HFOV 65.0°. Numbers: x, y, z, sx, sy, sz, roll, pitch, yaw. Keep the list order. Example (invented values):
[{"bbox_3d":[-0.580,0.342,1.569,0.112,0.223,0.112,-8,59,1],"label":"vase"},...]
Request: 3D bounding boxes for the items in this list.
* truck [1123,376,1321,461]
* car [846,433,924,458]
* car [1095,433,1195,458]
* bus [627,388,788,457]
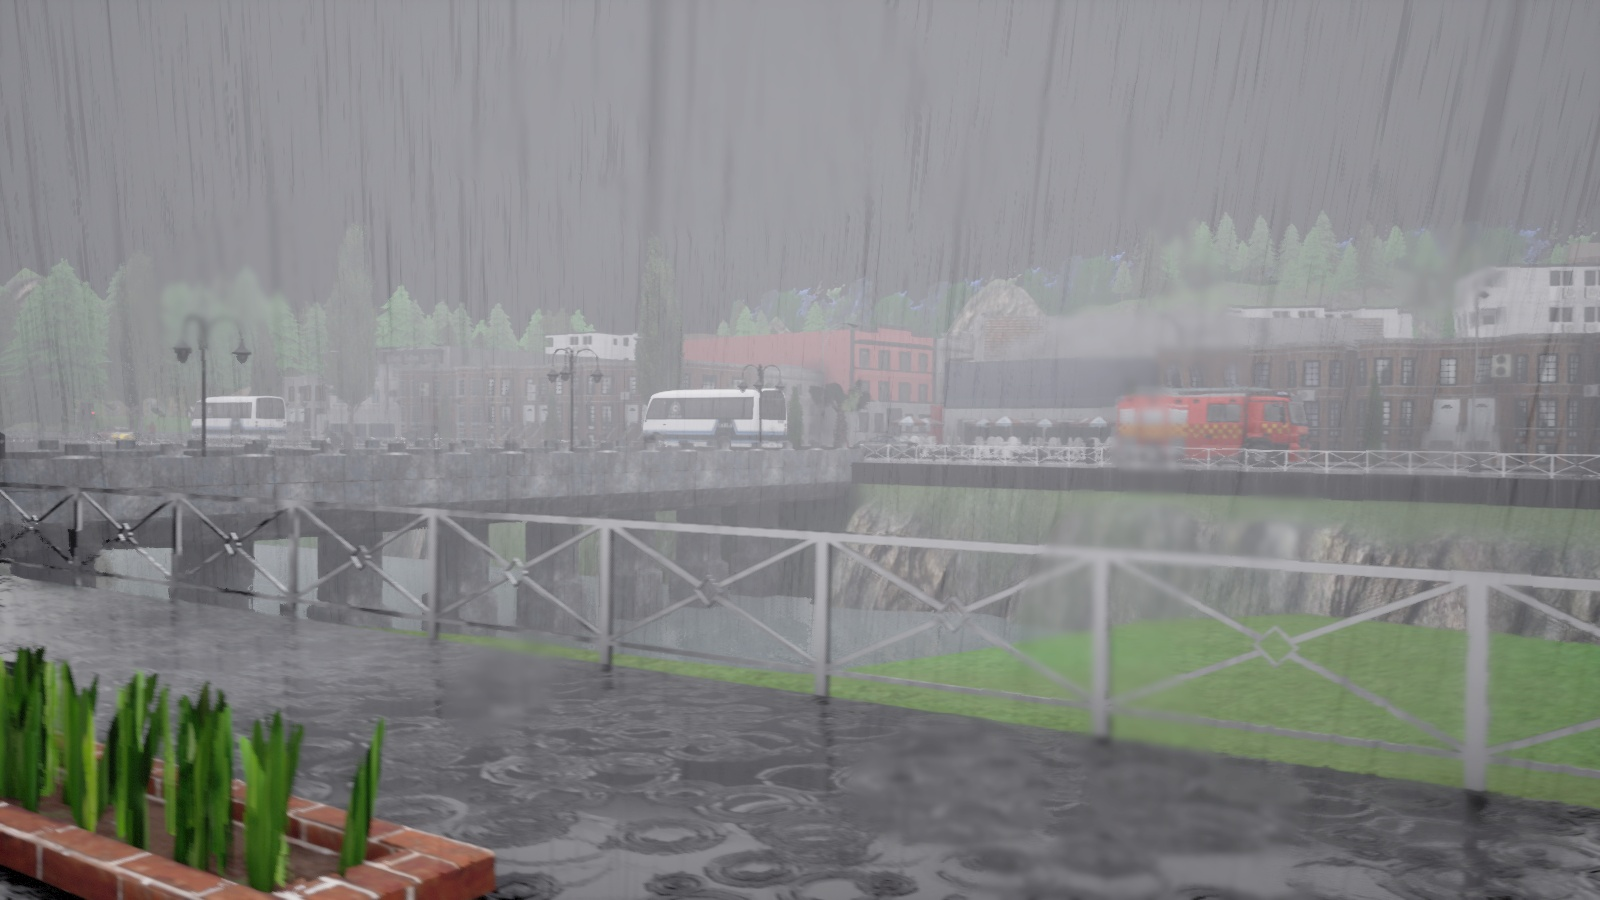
[{"bbox_3d":[20.108,-1.435,60.095,8.468,3.827,2.891,0,1,34],"label":"truck"},{"bbox_3d":[5.052,-0.272,74.817,4.181,1.385,1.994,0,1,36],"label":"car"},{"bbox_3d":[18.183,-0.236,66.202,4.718,1.301,1.895,0,1,34],"label":"car"},{"bbox_3d":[-6.147,-1.712,82.289,10.273,4.253,3.944,0,1,36],"label":"bus"}]
